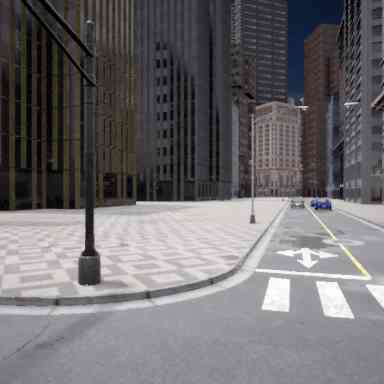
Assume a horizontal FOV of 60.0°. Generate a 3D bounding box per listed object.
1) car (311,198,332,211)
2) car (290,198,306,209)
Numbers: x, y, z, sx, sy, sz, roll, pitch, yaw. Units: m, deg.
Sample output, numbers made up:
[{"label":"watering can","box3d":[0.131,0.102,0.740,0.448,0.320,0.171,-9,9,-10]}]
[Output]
[{"label":"car","box3d":[16.801,1.587,42.751,1.882,1.535,5.008,0,0,18]},{"label":"car","box3d":[15.146,1.609,47.614,2.128,1.511,4.902,0,0,17]}]
